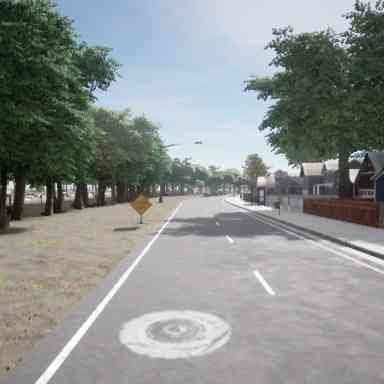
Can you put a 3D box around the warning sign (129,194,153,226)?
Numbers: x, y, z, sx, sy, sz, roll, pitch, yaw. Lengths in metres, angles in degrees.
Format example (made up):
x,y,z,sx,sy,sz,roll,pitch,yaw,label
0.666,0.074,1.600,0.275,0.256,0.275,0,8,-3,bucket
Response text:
x,y,z,sx,sy,sz,roll,pitch,yaw,label
-3.045,1.049,20.014,1.300,1.860,1.060,0,1,0,warning sign
